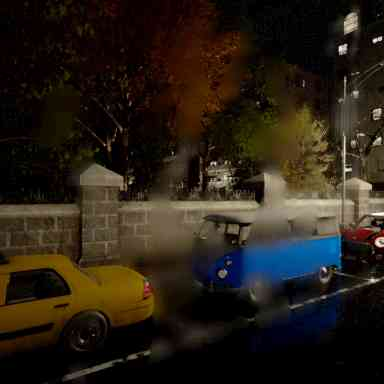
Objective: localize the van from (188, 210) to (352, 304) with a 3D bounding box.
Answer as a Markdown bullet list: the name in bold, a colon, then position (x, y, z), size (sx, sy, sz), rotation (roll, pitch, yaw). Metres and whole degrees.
- **van**: position (1.829, 1.343, 7.862), size (3.998, 1.788, 1.690), rotation (0, 1, -36)

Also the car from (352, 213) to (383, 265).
- **car**: position (6.393, 1.442, 11.129), size (4.097, 1.590, 1.967), rotation (0, 1, -36)

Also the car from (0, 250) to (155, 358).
- **car**: position (-2.876, 1.526, 4.499), size (4.829, 1.417, 1.752), rotation (0, 1, -36)
